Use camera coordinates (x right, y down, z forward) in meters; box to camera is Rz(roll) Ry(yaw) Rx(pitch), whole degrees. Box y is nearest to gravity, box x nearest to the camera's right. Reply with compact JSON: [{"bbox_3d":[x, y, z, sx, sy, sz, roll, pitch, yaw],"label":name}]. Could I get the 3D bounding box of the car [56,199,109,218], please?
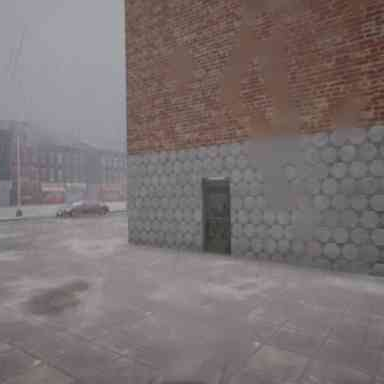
[{"bbox_3d":[-9.177,1.374,28.298,1.812,1.442,4.674,-2,0,35],"label":"car"}]
